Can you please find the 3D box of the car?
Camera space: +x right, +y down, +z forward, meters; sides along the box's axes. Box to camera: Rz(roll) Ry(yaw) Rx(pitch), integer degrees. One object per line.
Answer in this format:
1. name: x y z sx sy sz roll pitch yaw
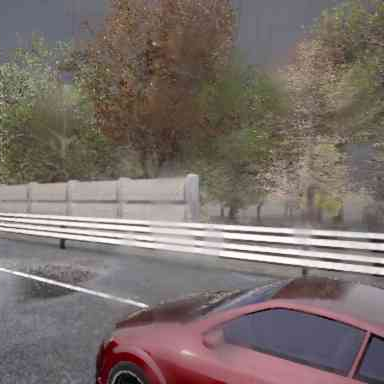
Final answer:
1. car: 1.014 1.563 3.162 4.181 1.385 1.994 -1 0 35
